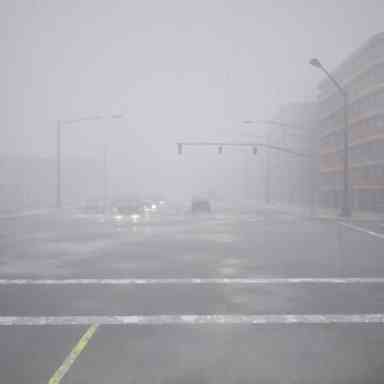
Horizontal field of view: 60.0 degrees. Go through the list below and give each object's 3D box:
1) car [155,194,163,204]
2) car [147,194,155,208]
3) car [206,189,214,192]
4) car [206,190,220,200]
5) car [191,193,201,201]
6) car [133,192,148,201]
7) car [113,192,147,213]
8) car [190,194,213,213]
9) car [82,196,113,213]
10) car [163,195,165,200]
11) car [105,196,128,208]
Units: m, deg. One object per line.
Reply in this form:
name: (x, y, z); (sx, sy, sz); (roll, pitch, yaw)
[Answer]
car: (-6.276, 1.072, 52.627); (2.128, 1.511, 4.902); (0, 1, 0)
car: (-6.309, 1.271, 43.346); (1.812, 1.442, 4.674); (0, 1, 0)
car: (4.387, 0.414, 75.867); (2.150, 2.045, 5.566); (0, 1, 0)
car: (4.457, 0.909, 65.884); (1.994, 1.385, 4.181); (0, 1, 0)
car: (0.857, 0.948, 65.821); (1.895, 1.301, 4.718); (0, 1, 0)
car: (-9.702, 0.887, 63.144); (2.128, 1.511, 4.902); (0, 1, 1)
car: (-6.335, 1.221, 34.463); (2.097, 1.767, 4.553); (0, 1, 0)
car: (0.878, 1.329, 35.305); (1.882, 1.535, 5.008); (0, 1, 0)
car: (-9.833, 1.220, 34.806); (2.097, 1.767, 4.553); (0, 1, 0)
car: (-6.208, 1.003, 62.756); (1.895, 1.301, 4.718); (0, 1, 1)
car: (-9.808, 1.307, 43.449); (1.994, 1.385, 4.181); (0, 1, 0)
